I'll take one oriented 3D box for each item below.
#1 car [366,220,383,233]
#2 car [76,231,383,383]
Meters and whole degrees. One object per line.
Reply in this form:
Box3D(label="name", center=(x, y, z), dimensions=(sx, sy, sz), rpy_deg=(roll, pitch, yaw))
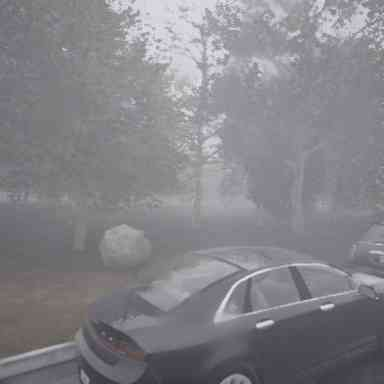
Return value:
Box3D(label="car", center=(5.668, 1.367, 7.788), dimensions=(4.553, 1.767, 2.185), rpy_deg=(0, -1, -33))
Box3D(label="car", center=(1.018, 1.495, 4.475), dimensions=(4.892, 1.521, 2.231), rpy_deg=(0, 0, -33))
